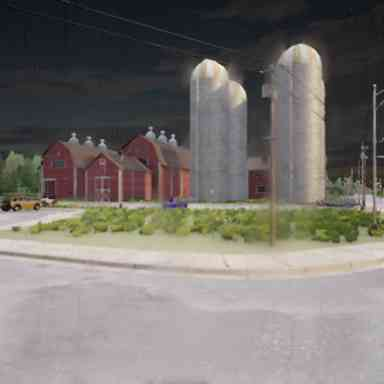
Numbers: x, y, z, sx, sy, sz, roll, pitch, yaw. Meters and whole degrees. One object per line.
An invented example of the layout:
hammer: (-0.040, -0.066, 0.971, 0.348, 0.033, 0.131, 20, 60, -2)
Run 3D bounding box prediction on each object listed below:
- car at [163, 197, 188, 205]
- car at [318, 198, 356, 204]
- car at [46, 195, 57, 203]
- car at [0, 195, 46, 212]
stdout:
car: (-2.251, 1.531, 46.362, 2.242, 1.667, 4.611, 0, 0, 24)
car: (19.777, 1.517, 45.523, 4.902, 1.511, 2.128, 0, 0, 23)
car: (-24.457, 1.382, 55.998, 1.905, 1.878, 3.866, 0, 0, 24)
car: (-20.386, 1.386, 39.783, 1.932, 1.855, 4.605, 0, 0, 24)
